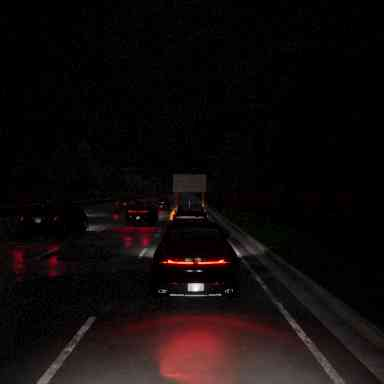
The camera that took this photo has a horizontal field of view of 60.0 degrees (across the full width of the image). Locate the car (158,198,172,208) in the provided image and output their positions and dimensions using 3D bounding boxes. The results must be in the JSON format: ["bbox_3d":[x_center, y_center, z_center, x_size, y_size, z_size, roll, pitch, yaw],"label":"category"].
[{"bbox_3d":[-3.711,1.502,42.928,1.837,1.490,4.892,0,-1,0],"label":"car"}]

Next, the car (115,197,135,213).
[{"bbox_3d":[-7.168,1.352,37.499,2.097,1.767,4.553,0,0,0],"label":"car"}]

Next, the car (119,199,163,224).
[{"bbox_3d":[-3.563,1.491,24.309,2.128,1.511,4.902,0,0,0],"label":"car"}]

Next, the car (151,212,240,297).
[{"bbox_3d":[0.055,1.505,8.544,1.837,1.490,4.892,0,0,0],"label":"car"}]

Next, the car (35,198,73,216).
[{"bbox_3d":[-14.144,1.477,34.360,1.882,1.535,5.008,0,0,0],"label":"car"}]

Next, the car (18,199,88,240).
[{"bbox_3d":[-7.009,1.351,17.253,2.097,1.767,4.553,0,0,0],"label":"car"}]

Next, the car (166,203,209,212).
[{"bbox_3d":[-0.044,1.488,18.930,2.128,1.511,4.902,0,0,1],"label":"car"}]

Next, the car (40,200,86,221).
[{"bbox_3d":[-10.591,1.478,27.745,1.882,1.535,5.008,0,-1,0],"label":"car"}]

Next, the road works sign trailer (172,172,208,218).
[{"bbox_3d":[-0.166,0.464,22.800,2.380,3.560,2.880,0,0,-3],"label":"road works sign trailer"}]
